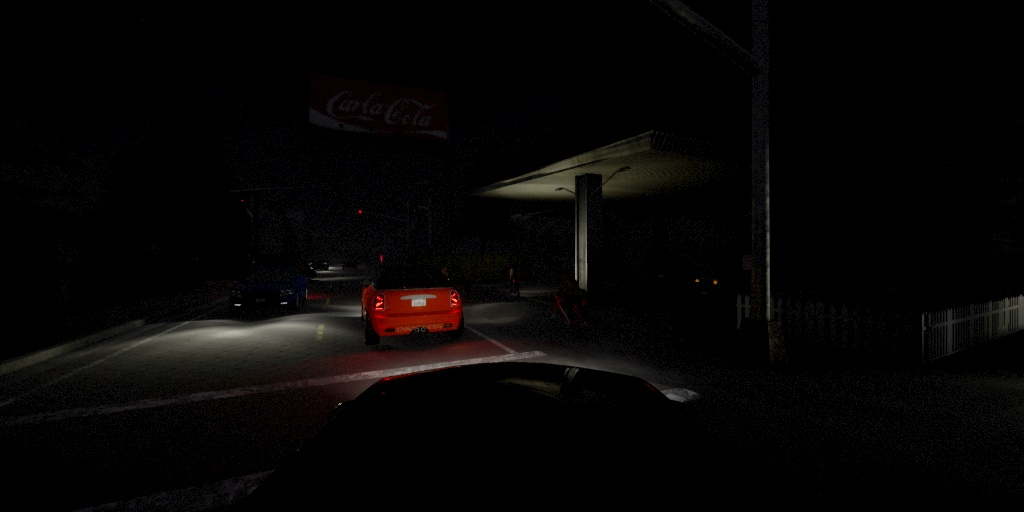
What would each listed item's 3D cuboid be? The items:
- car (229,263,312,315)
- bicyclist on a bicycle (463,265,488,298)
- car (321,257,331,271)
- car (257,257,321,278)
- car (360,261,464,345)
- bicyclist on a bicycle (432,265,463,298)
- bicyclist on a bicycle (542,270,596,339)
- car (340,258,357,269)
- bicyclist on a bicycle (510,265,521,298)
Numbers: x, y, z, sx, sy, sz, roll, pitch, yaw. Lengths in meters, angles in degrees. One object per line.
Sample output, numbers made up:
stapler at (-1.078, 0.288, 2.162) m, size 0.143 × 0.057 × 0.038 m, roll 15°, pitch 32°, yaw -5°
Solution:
car at (-8.951, 1.149, 13.517) m, size 1.882 × 1.535 × 5.008 m, roll 1°, pitch -1°, yaw -25°
bicyclist on a bicycle at (-1.948, 1.267, 17.941) m, size 1.656 × 1.620 × 0.582 m, roll 1°, pitch 0°, yaw -23°
car at (-24.993, 0.975, 46.385) m, size 2.097 × 1.767 × 4.553 m, roll 0°, pitch 0°, yaw -26°
car at (-18.491, 1.098, 29.115) m, size 4.553 × 1.767 × 2.097 m, roll 0°, pitch 1°, yaw -43°
car at (-2.829, 1.002, 9.502) m, size 2.097 × 1.767 × 4.553 m, roll 0°, pitch 0°, yaw -24°
bicyclist on a bicycle at (-3.204, 1.237, 16.513) m, size 1.656 × 1.620 × 0.582 m, roll 1°, pitch 0°, yaw 35°
bicyclist on a bicycle at (1.403, 1.181, 8.962) m, size 0.582 × 1.620 × 1.656 m, roll 3°, pitch -2°, yaw -45°
car at (-23.776, 1.209, 52.339) m, size 1.895 × 1.301 × 4.718 m, roll 0°, pitch 0°, yaw -27°
bicyclist on a bicycle at (0.156, 1.271, 18.132) m, size 0.582 × 1.620 × 1.656 m, roll 0°, pitch 0°, yaw 14°
